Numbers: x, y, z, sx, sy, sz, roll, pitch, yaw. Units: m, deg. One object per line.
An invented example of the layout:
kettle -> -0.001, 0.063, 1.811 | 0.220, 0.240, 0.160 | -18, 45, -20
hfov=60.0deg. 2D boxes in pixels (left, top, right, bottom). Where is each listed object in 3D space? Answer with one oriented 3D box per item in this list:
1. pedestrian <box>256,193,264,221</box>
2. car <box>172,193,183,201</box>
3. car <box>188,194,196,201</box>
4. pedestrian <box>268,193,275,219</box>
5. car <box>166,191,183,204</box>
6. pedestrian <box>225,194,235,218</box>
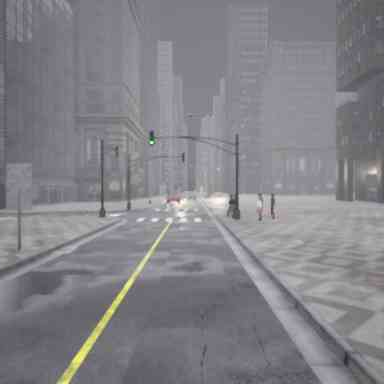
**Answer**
pedestrian -> 4.628, 0.978, 22.629 | 0.375, 1.860, 0.375 | 0, 0, 0
car -> -3.005, 1.041, 70.706 | 2.128, 1.511, 4.902 | 0, 0, 0
car -> -0.005, 1.072, 69.087 | 2.033, 1.411, 5.357 | 0, 0, 0
pedestrian -> 5.617, 0.965, 23.228 | 0.375, 1.860, 0.375 | 0, 0, 0
car -> -3.053, 0.839, 55.142 | 2.150, 2.045, 5.566 | 0, 1, 1
pedestrian -> 2.788, 0.975, 23.848 | 0.375, 1.860, 0.375 | 0, 0, 0
